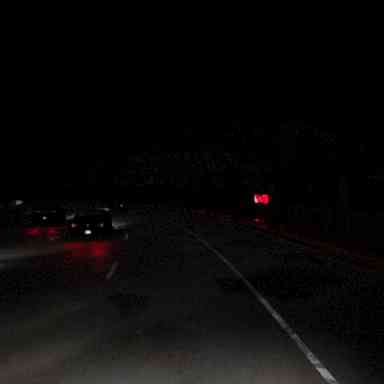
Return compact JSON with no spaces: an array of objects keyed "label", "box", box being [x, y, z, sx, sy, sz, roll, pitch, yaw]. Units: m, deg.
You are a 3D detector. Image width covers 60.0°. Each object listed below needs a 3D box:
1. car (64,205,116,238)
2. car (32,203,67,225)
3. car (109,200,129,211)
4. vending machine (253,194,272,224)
[{"label":"car","box":[-5.360,1.623,18.032,1.895,1.301,4.718,0,0,-11]},{"label":"car","box":[-10.507,1.545,24.651,2.128,1.511,4.902,0,0,-15]},{"label":"car","box":[-9.275,1.637,41.857,1.994,1.385,4.181,0,0,-24]},{"label":"vending machine","box":[5.082,1.176,23.994,1.100,2.100,0.880,0,0,-13]}]
